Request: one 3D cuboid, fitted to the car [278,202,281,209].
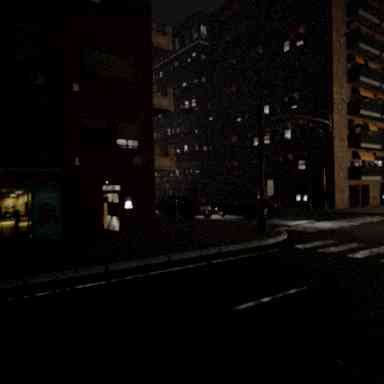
[{"bbox_3d":[6.623,1.261,32.163,1.802,1.307,4.206,-3,1,-36],"label":"car"}]

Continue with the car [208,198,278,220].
[{"bbox_3d":[3.850,1.277,25.974,2.128,1.511,4.902,-2,0,-35],"label":"car"}]

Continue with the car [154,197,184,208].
[{"bbox_3d":[-3.259,1.452,45.630,2.008,1.369,4.403,-3,1,-36],"label":"car"}]

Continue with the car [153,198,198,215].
[{"bbox_3d":[-1.734,1.402,33.562,2.128,1.511,4.902,-2,0,-36],"label":"car"}]

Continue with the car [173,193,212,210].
[{"bbox_3d":[0.025,1.142,41.139,2.192,1.841,5.009,-3,1,-36],"label":"car"}]

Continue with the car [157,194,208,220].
[{"bbox_3d":[-0.376,1.216,27.072,2.192,1.841,5.009,-3,1,-36],"label":"car"}]

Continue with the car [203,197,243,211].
[{"bbox_3d":[3.329,1.319,36.652,1.947,1.339,4.313,-3,1,-36],"label":"car"}]
